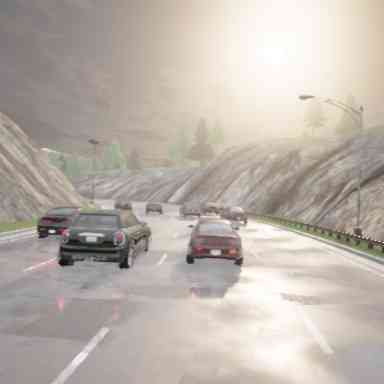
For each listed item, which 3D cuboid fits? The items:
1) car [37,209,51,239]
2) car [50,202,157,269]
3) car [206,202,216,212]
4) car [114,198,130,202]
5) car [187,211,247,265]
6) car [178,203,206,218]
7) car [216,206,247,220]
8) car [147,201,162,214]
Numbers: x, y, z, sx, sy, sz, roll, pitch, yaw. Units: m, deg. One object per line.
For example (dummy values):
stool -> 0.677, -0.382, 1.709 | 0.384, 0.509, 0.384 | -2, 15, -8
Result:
car -> -6.080, 1.484, 16.869 | 1.837, 1.490, 4.892 | 3, -1, 0
car -> -2.752, 1.390, 11.550 | 2.097, 1.767, 4.553 | 2, -1, 3
car -> 2.001, 2.090, 41.941 | 1.837, 1.490, 4.892 | 2, 0, -11
car -> -8.406, 1.530, 40.473 | 2.097, 1.767, 4.553 | 2, -1, -12
car -> 0.816, 1.708, 12.474 | 1.812, 1.442, 4.674 | 2, -1, 2
car -> -0.280, 1.968, 35.500 | 2.033, 1.411, 5.357 | 2, -1, -9
car -> 3.696, 2.025, 29.808 | 1.812, 1.442, 4.674 | 2, -1, -5
car -> -4.628, 1.803, 39.816 | 2.128, 1.511, 4.902 | 2, -1, -10
